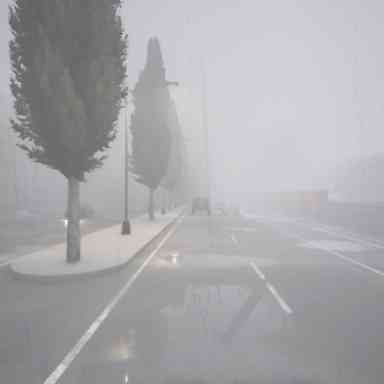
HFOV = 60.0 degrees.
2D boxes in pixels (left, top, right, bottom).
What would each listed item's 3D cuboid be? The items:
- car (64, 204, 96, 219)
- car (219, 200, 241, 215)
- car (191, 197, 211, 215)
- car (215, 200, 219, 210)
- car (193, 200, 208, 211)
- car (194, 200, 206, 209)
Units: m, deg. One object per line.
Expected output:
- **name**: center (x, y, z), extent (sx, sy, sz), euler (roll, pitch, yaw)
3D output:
- **car**: center (-10.813, 1.844, 32.298), extent (1.994, 1.385, 4.181), euler (0, -1, 0)
- **car**: center (4.575, 1.909, 39.710), extent (1.812, 1.442, 4.674), euler (0, -1, 1)
- **car**: center (1.048, 1.586, 38.699), extent (2.150, 2.045, 5.566), euler (0, -1, 2)
- **car**: center (4.790, 2.067, 48.583), extent (1.895, 1.301, 4.718), euler (0, -1, 2)
- **car**: center (1.287, 1.949, 48.560), extent (2.128, 1.511, 4.902), euler (0, -1, 2)
- **car**: center (1.444, 2.104, 57.427), extent (1.994, 1.385, 4.181), euler (0, -1, 1)
